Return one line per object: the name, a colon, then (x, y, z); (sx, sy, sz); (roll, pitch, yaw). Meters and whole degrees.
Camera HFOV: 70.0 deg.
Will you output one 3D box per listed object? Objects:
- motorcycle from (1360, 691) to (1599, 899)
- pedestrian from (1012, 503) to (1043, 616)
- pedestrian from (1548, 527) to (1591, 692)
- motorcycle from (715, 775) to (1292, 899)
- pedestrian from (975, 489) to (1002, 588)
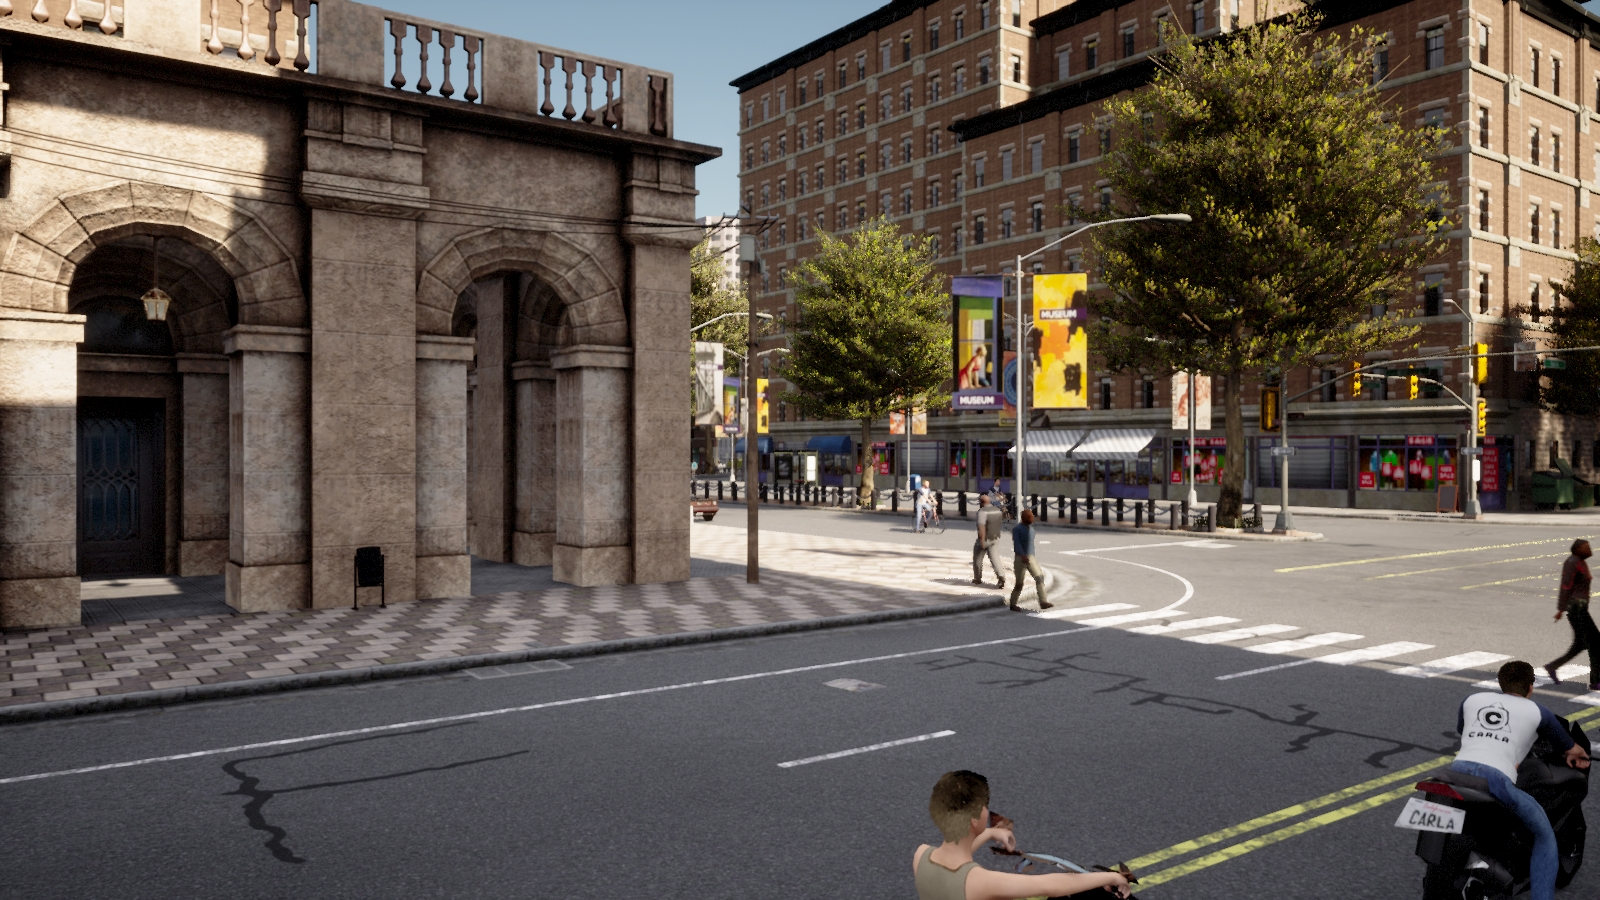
motorcycle: (4.288, 2.212, 6.859); (2.033, 1.145, 0.803); (0, 0, -36)
pedestrian: (3.865, 1.846, 19.423); (0.375, 1.860, 0.375); (0, 0, -30)
pedestrian: (9.019, 1.847, 13.393); (0.375, 1.860, 0.375); (0, 0, 41)
motorcycle: (0.878, 2.169, 4.394); (2.356, 1.277, 0.764); (0, 0, -36)
pedestrian: (3.626, 1.694, 21.992); (0.375, 1.860, 0.375); (0, 0, -29)
